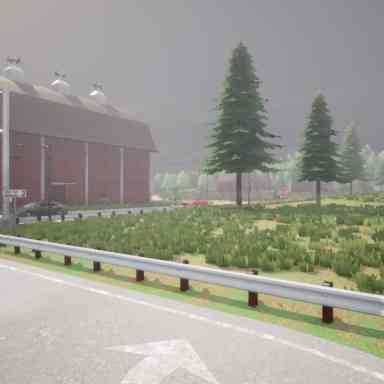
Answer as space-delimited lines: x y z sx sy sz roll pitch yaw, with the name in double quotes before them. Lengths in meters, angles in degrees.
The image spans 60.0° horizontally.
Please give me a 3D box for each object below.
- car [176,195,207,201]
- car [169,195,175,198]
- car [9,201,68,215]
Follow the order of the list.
"car" 0.373 1.379 45.825 2.097 1.767 4.553 0 0 37
"car" -4.305 1.532 85.492 1.816 1.474 4.193 0 0 36
"car" -12.880 1.531 27.949 1.837 1.490 4.892 0 0 37
